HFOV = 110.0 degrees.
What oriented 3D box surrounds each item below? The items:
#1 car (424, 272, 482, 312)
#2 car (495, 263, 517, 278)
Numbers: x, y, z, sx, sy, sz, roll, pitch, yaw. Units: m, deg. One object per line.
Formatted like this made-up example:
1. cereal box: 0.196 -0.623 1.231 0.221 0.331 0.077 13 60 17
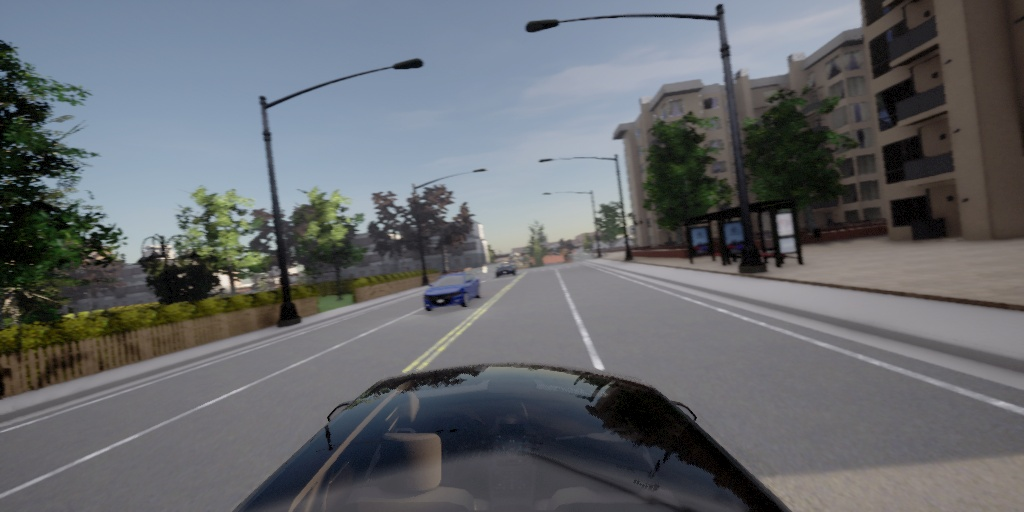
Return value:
1. car: -2.798 1.603 17.612 1.882 1.535 5.008 -7 0 6
2. car: -0.562 1.465 38.423 1.994 1.385 4.181 -7 0 6
